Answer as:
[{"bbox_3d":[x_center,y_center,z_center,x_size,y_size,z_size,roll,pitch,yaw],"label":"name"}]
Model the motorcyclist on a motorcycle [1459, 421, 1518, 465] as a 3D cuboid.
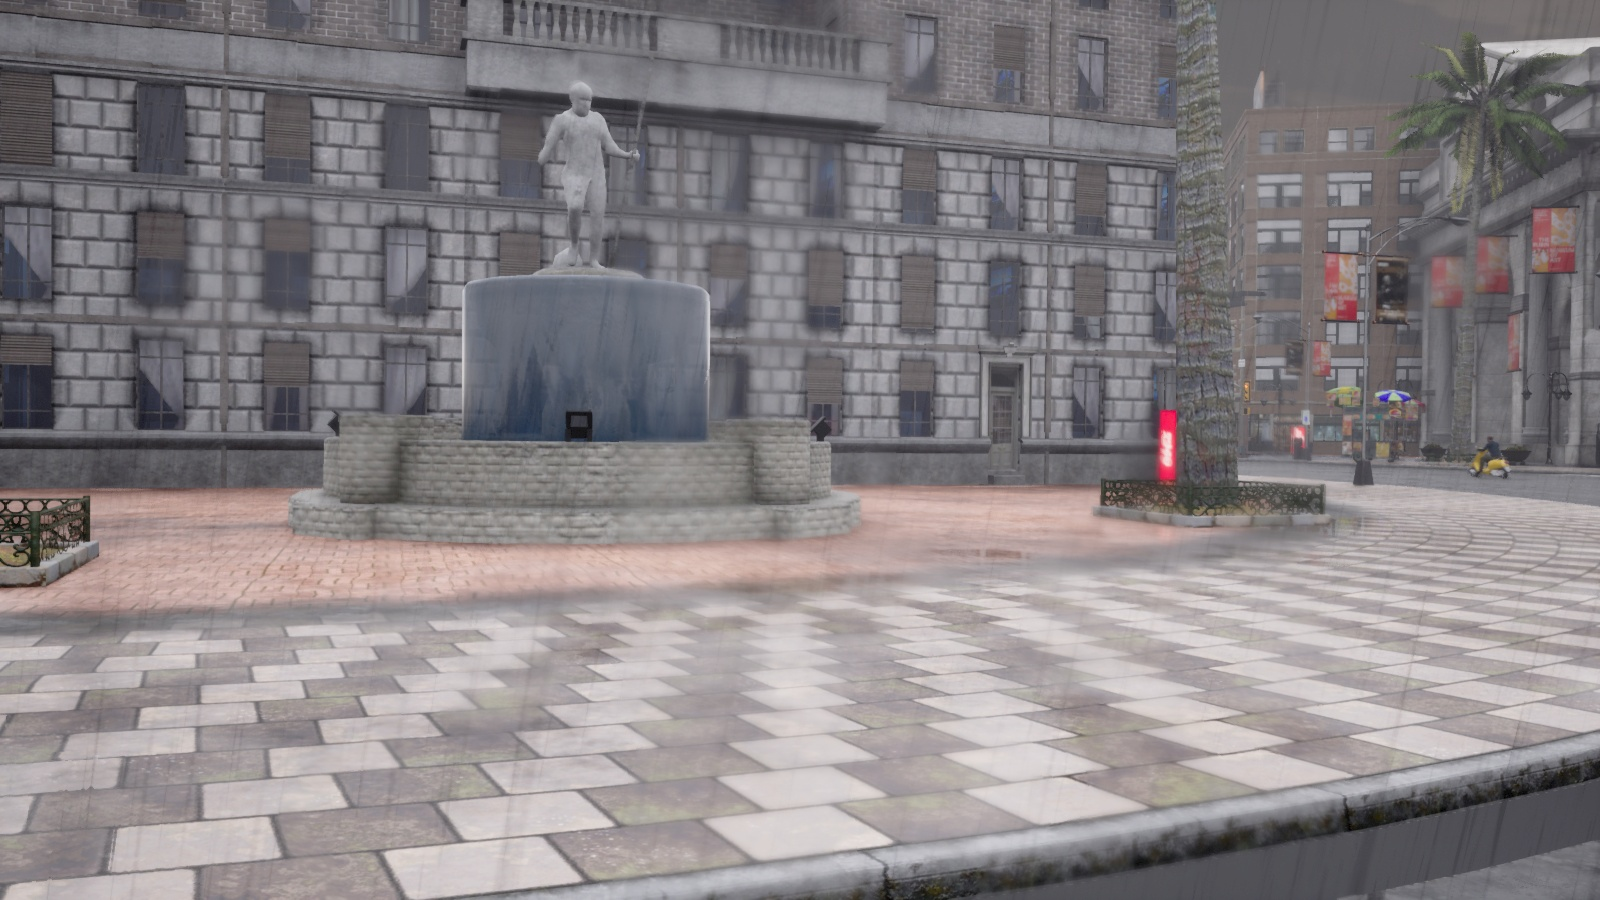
[{"bbox_3d":[25.572,-0.284,46.686,0.866,1.590,1.817,-1,1,-16],"label":"motorcyclist on a motorcycle"}]
